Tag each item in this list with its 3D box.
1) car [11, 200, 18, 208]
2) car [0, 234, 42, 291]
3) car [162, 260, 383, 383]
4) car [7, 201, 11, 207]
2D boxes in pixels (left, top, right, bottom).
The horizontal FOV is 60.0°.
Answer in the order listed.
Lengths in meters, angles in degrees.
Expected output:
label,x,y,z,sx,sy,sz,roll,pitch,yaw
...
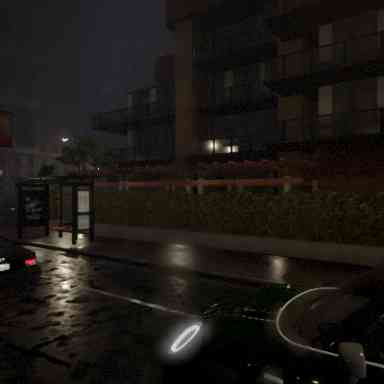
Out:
label,x,y,z,sx,sy,sz,roll,pitch,yaw
car,-22.025,1.525,46.519,1.837,1.490,4.892,0,0,36
car,-5.812,1.552,8.095,5.357,1.411,2.033,0,0,36
car,1.921,1.352,2.633,4.553,1.767,2.097,0,0,35
car,-24.523,1.500,49.062,1.882,1.535,5.008,0,0,35
